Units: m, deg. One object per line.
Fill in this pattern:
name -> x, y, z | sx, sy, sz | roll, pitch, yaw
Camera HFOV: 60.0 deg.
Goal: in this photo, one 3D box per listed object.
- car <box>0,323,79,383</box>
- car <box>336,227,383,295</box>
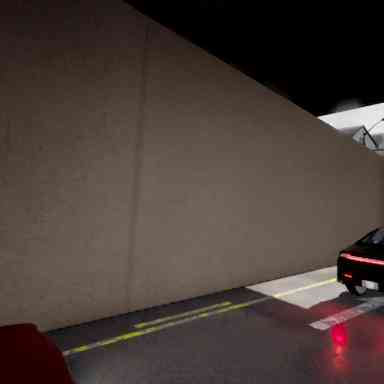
car -> -2.998, 1.601, 1.687 | 4.718, 1.301, 1.895 | 0, 0, -35
car -> 5.244, 1.491, 7.512 | 4.902, 1.511, 2.128 | 0, 0, -35
